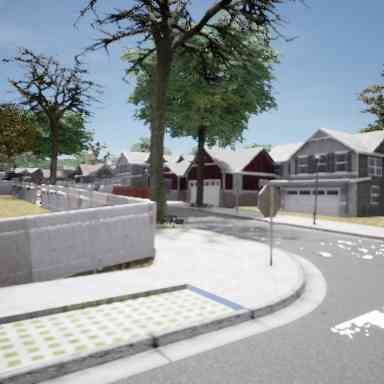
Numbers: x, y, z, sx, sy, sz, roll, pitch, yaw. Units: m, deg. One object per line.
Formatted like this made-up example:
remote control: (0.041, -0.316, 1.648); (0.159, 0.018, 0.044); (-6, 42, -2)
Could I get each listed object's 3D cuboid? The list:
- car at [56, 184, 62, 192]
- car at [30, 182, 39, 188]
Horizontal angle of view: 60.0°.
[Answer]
car: (-19.061, -0.368, 46.393); (1.812, 1.442, 4.674); (1, 1, -35)
car: (-36.593, -1.644, 76.557); (1.895, 1.301, 4.718); (1, 1, -35)
